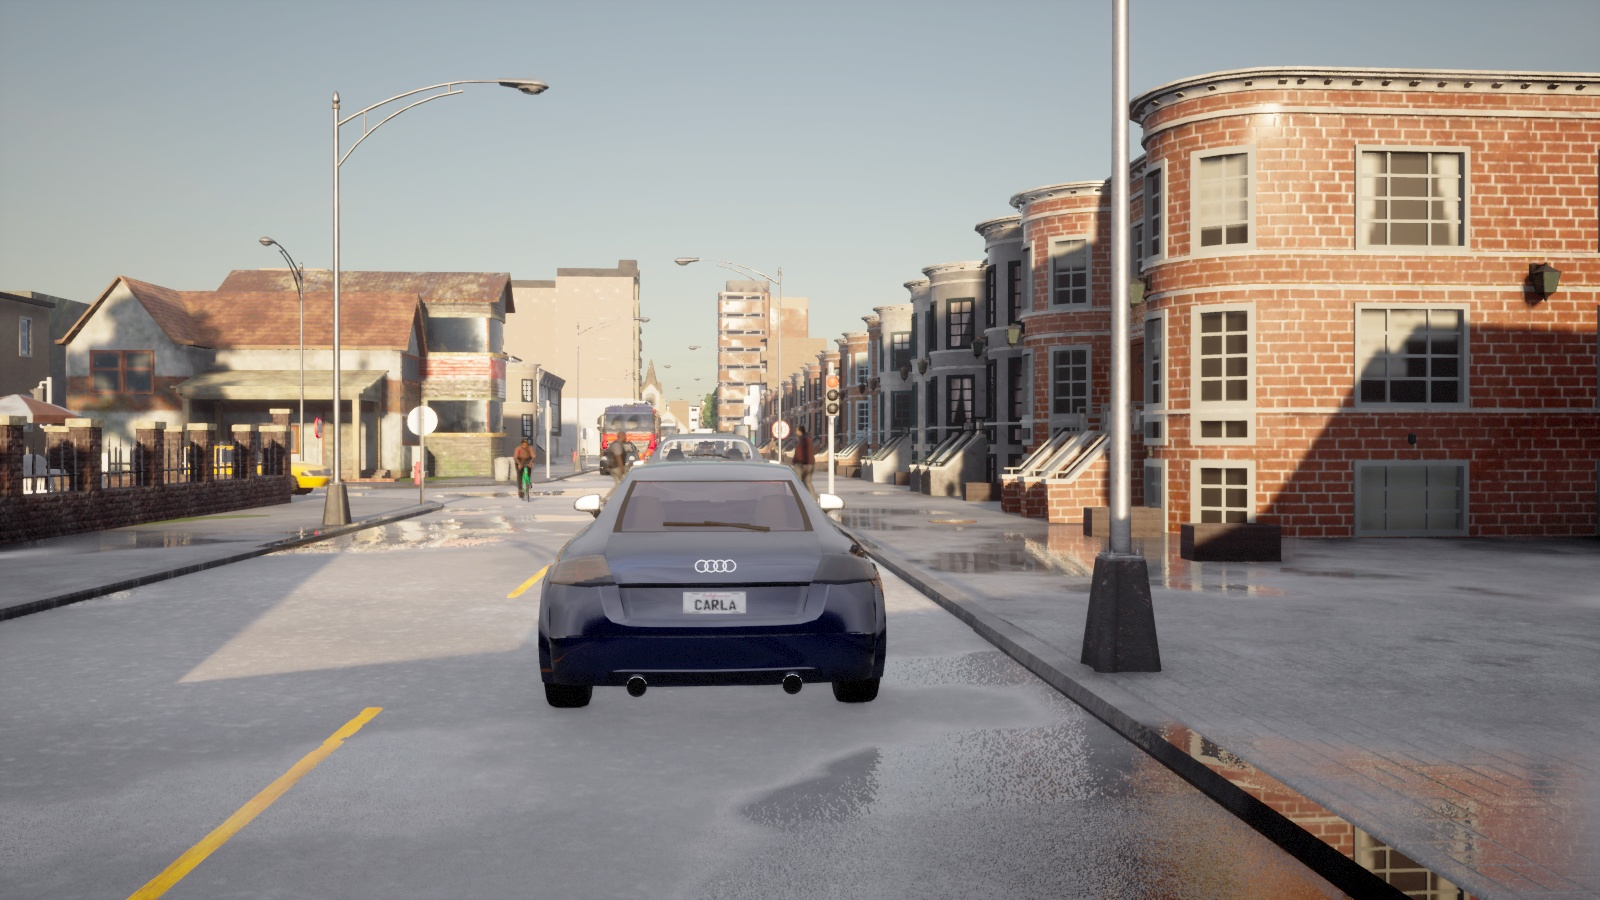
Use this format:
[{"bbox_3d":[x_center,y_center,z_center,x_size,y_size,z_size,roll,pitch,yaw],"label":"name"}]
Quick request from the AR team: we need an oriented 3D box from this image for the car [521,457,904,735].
[{"bbox_3d":[-0.613,0.764,8.627,1.994,1.385,4.181,0,0,-5],"label":"car"}]

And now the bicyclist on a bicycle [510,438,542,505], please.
[{"bbox_3d":[-6.935,0.523,31.776,0.582,1.620,1.656,-2,1,-18],"label":"bicyclist on a bicycle"}]

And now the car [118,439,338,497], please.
[{"bbox_3d":[-16.053,0.481,35.440,5.366,1.575,1.801,0,0,-4],"label":"car"}]

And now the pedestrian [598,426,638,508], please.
[{"bbox_3d":[-4.208,0.382,29.083,0.849,1.883,0.563,0,0,-16],"label":"pedestrian"}]

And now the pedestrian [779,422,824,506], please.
[{"bbox_3d":[0.042,0.313,27.972,0.899,1.844,0.634,0,0,9],"label":"pedestrian"}]

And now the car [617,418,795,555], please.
[{"bbox_3d":[-1.315,0.429,17.722,2.152,1.651,5.027,0,0,-4],"label":"car"}]

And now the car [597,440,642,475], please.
[{"bbox_3d":[-8.471,0.321,59.269,1.851,1.617,3.988,0,0,-4],"label":"car"}]

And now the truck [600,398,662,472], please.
[{"bbox_3d":[-9.250,-0.798,69.577,2.891,3.827,8.468,0,0,-4],"label":"truck"}]
